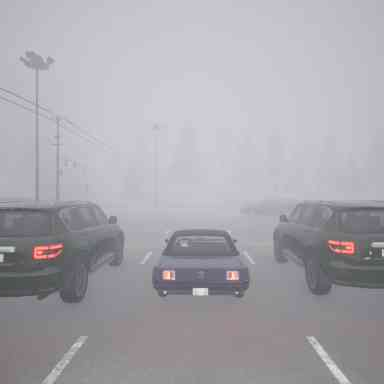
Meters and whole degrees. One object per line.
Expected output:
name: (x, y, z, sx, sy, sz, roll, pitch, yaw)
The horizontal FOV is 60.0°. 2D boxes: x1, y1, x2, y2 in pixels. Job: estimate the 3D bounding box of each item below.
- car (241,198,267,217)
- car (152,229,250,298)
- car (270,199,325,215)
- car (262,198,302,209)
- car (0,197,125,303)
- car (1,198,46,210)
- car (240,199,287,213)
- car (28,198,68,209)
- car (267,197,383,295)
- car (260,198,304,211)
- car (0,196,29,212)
car: (6.979, 1.479, 30.429, 5.008, 1.535, 1.882, 0, 0, 2)
car: (0.223, 1.601, 8.521, 1.895, 1.301, 4.718, 0, 0, 1)
car: (10.620, 1.492, 33.831, 4.902, 1.511, 2.128, 0, 0, 2)
car: (11.893, 1.507, 44.302, 4.892, 1.490, 1.837, 0, 0, 2)
car: (-3.284, 1.222, 8.363, 2.150, 2.045, 5.566, 0, 0, 1)
car: (-21.084, 1.528, 41.690, 4.674, 1.442, 1.812, 0, 0, 2)
car: (7.984, 1.507, 37.404, 4.892, 1.490, 1.837, 0, 0, 2)
car: (-19.487, 1.528, 45.150, 4.674, 1.442, 1.812, 0, 0, 2)
car: (3.729, 1.222, 8.832, 2.150, 2.045, 5.566, 0, 0, 1)
car: (10.960, 1.493, 40.825, 4.902, 1.511, 2.128, 0, 0, 2)
car: (-21.529, 1.354, 38.201, 4.553, 1.767, 2.097, 0, 0, 2)
